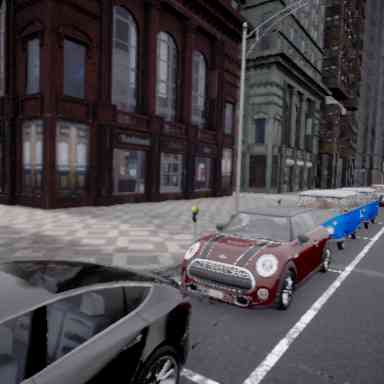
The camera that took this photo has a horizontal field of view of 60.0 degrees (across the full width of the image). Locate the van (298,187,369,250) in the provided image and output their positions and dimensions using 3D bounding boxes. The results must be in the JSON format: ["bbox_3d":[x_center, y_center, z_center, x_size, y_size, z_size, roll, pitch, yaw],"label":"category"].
[{"bbox_3d":[4.777,0.824,11.585,1.690,1.788,3.998,4,4,35],"label":"van"}]

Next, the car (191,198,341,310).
[{"bbox_3d":[1.544,1.070,6.973,1.967,1.590,4.097,4,4,35],"label":"car"}]

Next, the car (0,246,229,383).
[{"bbox_3d":[-1.689,1.343,2.362,1.947,1.339,4.313,4,4,35],"label":"car"}]

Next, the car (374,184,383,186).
[{"bbox_3d":[14.464,0.361,25.436,2.192,1.841,5.009,4,4,35],"label":"car"}]

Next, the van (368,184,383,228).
[{"bbox_3d":[8.006,0.678,16.202,1.690,1.788,3.998,4,4,35],"label":"van"}]
